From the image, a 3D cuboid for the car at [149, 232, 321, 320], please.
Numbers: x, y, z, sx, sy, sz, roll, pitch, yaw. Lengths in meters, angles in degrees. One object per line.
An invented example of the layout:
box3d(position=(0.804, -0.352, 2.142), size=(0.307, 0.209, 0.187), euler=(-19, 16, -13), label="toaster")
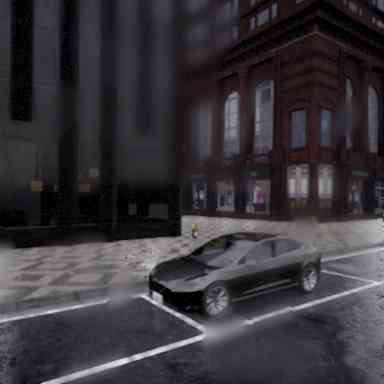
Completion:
box3d(position=(1.140, 1.614, 7.458), size=(4.313, 1.339, 1.947), euler=(1, 0, -35), label="car")
